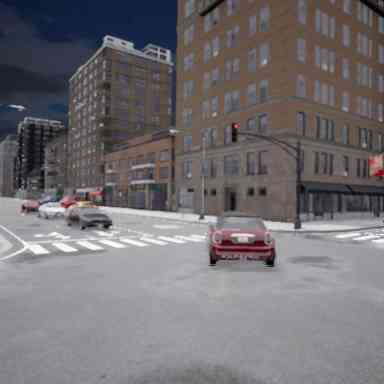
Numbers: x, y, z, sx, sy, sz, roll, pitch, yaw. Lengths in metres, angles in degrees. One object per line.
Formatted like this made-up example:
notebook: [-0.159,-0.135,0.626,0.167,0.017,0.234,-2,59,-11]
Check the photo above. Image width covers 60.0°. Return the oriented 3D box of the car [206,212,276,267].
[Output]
car: [1.638,1.515,12.331,2.097,1.767,4.553,1,-1,2]

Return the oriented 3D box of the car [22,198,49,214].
car: [-18.723,1.706,39.133,1.882,1.535,5.008,2,-1,-35]

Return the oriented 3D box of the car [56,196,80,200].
car: [-18.386,1.641,50.255,2.150,2.045,5.566,2,-1,-35]

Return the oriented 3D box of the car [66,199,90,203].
car: [-11.303,1.770,34.578,1.882,1.535,5.008,2,-1,-35]

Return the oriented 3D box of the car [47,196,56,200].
car: [-24.653,1.665,58.980,2.150,2.045,5.566,2,-1,-35]

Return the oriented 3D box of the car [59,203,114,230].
car: [-7.166,1.720,22.753,2.033,1.411,5.357,2,-1,-35]

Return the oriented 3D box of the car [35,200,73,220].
car: [-12.928,1.726,30.909,1.812,1.442,4.674,2,-1,-35]
